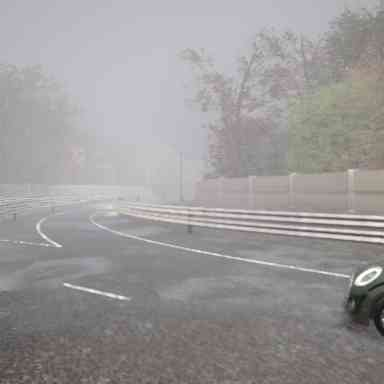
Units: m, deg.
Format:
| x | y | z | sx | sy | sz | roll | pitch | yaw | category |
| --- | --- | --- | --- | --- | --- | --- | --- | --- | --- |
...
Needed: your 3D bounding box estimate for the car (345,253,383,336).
| x | y | z | sx | sy | sz | roll | pitch | yaw | category |
| --- | --- | --- | --- | --- | --- | --- | --- | --- | --- |
| 4.704 | 1.304 | 4.709 | 4.553 | 1.767 | 2.097 | 0 | 1 | 35 | car |
